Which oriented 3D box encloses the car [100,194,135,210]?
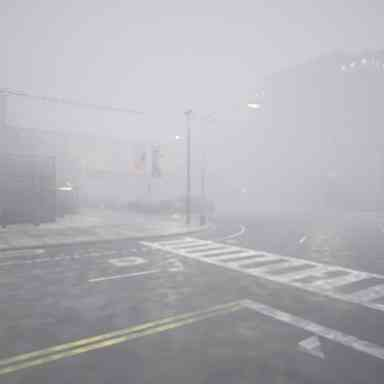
[{"bbox_3d":[-9.539,1.451,42.391,2.185,1.767,4.553,0,0,-35],"label":"car"}]

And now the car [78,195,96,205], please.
[{"bbox_3d":[-19.777,1.467,62.389,2.097,1.767,4.553,0,0,-34],"label":"car"}]

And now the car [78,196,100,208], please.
[{"bbox_3d":[-15.701,1.579,51.231,2.231,1.521,4.892,0,0,-25],"label":"car"}]

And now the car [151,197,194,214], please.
[{"bbox_3d":[-2.264,1.618,37.144,1.837,1.490,4.892,0,0,-35],"label":"car"}]

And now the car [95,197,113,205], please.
[{"bbox_3d":[-17.123,1.646,64.718,1.837,1.490,4.892,0,-1,-34],"label":"car"}]

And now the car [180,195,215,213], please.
[{"bbox_3d":[0.386,1.355,39.465,2.150,2.045,5.566,0,0,-35],"label":"car"}]

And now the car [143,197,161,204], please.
[{"bbox_3d":[-8.459,1.789,70.033,1.895,1.301,4.718,0,0,-35],"label":"car"}]

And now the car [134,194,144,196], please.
[{"bbox_3d":[-12.743,1.423,76.062,2.435,2.045,5.566,0,0,-35],"label":"car"}]

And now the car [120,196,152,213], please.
[{"bbox_3d":[-5.734,1.577,37.212,2.097,1.535,5.008,0,0,-35],"label":"car"}]

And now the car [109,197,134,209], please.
[{"bbox_3d":[-10.397,1.592,48.759,1.882,1.535,5.008,0,-1,-35],"label":"car"}]
